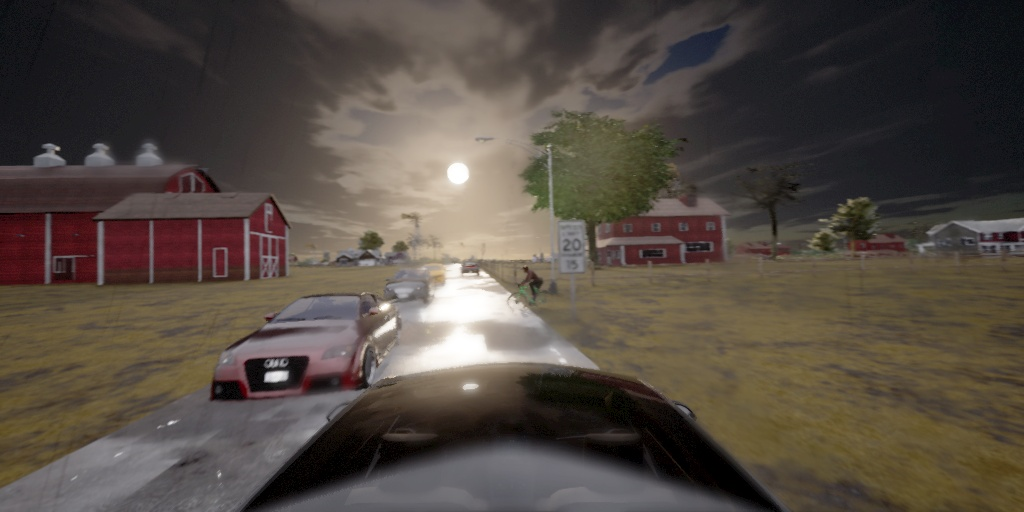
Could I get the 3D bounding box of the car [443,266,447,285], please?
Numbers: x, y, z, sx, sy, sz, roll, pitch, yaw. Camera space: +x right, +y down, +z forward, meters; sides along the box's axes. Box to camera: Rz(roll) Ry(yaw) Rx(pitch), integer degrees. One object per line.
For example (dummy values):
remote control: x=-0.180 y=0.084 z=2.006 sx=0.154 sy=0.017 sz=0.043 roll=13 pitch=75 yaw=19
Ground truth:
car: x=-5.861 y=1.316 z=26.650 sx=1.882 sy=1.535 sz=5.008 roll=-2 pitch=0 yaw=-8

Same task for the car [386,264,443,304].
car: x=-4.607 y=1.320 z=16.656 sx=2.128 sy=1.511 sz=4.902 roll=-2 pitch=0 yaw=-7

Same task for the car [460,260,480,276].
car: x=-4.339 y=1.279 z=37.465 sx=1.837 sy=1.490 sz=4.892 roll=-2 pitch=0 yaw=-7

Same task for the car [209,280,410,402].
car: x=-3.333 y=1.391 z=6.673 sx=1.994 sy=1.385 sz=4.181 roll=-2 pitch=0 yaw=-7

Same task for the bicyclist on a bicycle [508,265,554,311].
bicyclist on a bicycle: x=0.656 y=1.143 z=12.680 sx=1.656 sy=1.620 sz=0.582 roll=-2 pitch=0 yaw=-7
